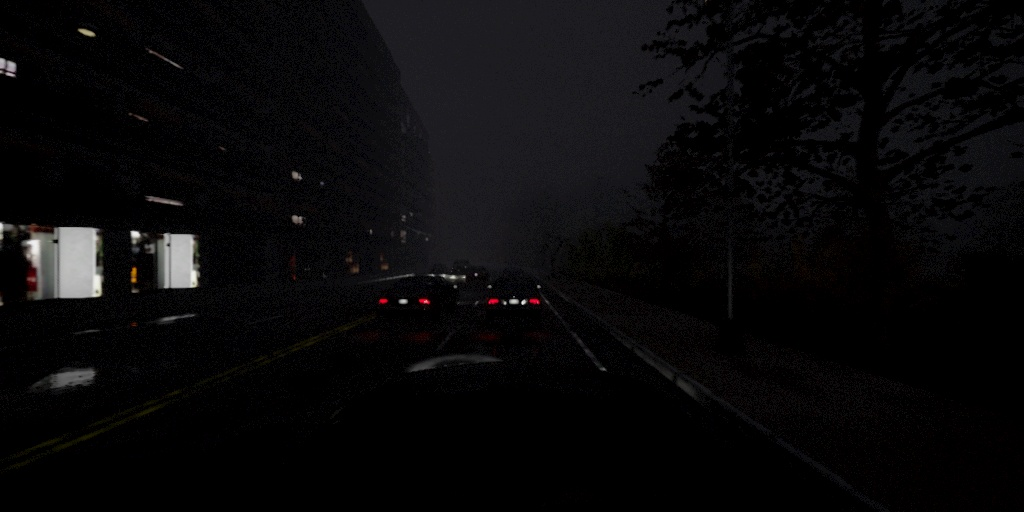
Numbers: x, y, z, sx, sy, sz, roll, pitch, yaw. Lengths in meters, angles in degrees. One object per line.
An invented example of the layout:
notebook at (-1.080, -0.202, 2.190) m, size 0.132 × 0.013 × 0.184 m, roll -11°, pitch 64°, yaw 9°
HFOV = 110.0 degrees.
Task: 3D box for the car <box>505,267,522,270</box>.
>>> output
car at (0.110, 1.642, 31.229) m, size 1.895 × 1.301 × 4.718 m, roll 0°, pitch -1°, yaw 0°

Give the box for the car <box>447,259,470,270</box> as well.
car at (-6.622, 1.421, 47.143) m, size 2.150 × 2.045 × 5.566 m, roll 0°, pitch 0°, yaw -1°

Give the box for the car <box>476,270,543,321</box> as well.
car at (0.077, 1.407, 13.015) m, size 2.033 × 1.411 × 5.357 m, roll 0°, pitch -1°, yaw 0°

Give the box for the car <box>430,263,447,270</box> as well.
car at (-9.888, 1.723, 48.668) m, size 1.837 × 1.490 × 4.892 m, roll 0°, pitch -1°, yaw -1°

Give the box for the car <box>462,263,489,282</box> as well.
car at (-3.134, 1.627, 33.427) m, size 1.994 × 1.385 × 4.181 m, roll 0°, pitch -1°, yaw 0°

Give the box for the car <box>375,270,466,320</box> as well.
car at (-3.174, 1.407, 13.033) m, size 2.033 × 1.411 × 5.357 m, roll 0°, pitch -1°, yaw 0°
